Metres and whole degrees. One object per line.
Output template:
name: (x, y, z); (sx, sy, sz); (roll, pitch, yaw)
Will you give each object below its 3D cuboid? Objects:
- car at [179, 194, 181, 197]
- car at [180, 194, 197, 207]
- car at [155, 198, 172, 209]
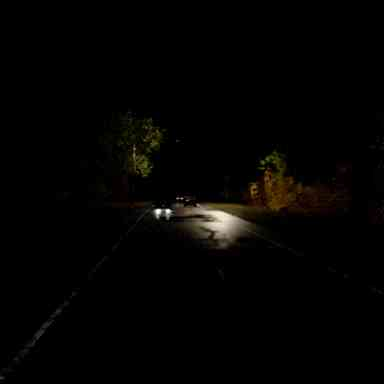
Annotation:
car: (-1.035, 1.432, 68.572); (2.033, 1.411, 5.357); (1, 0, -1)
car: (-0.313, 1.435, 50.142); (2.128, 1.511, 4.902); (1, 0, -3)
car: (-3.573, 1.442, 42.103); (1.994, 1.385, 4.181); (1, 0, -3)
